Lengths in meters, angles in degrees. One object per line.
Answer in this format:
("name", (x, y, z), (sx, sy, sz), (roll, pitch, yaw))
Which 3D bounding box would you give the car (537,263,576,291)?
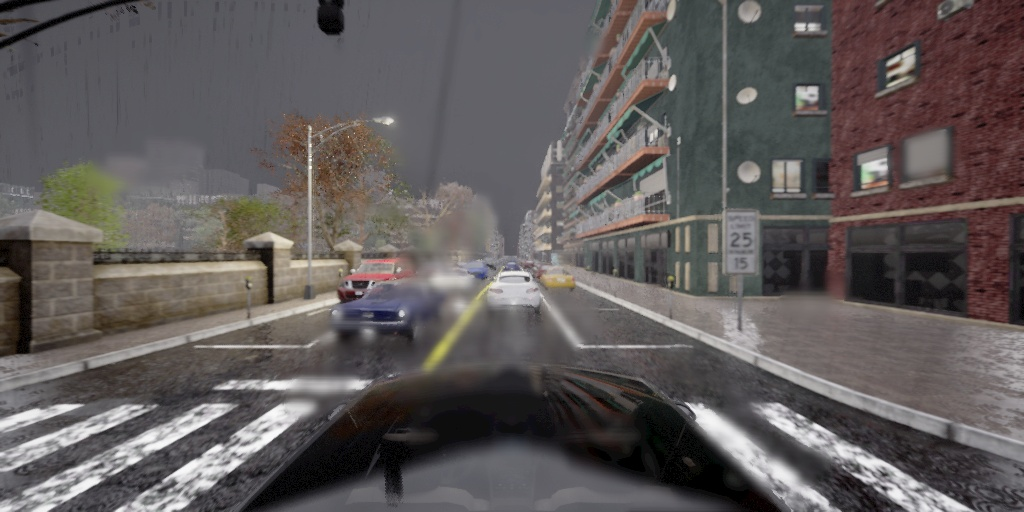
("car", (2.691, 1.277, 21.554), (1.751, 1.417, 4.829), (0, 0, 0))

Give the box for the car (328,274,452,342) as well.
("car", (-3.094, 1.351, 9.967), (1.895, 1.301, 4.718), (0, 0, 0))

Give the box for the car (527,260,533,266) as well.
("car", (2.691, 1.307, 32.455), (2.007, 1.370, 4.403), (0, 0, 0))

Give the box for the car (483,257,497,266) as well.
("car", (-2.999, 0.923, 45.788), (2.097, 1.767, 4.553), (0, 0, 0))

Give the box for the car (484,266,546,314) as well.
("car", (0.100, 1.276, 13.766), (1.812, 1.442, 4.674), (0, 0, 0))

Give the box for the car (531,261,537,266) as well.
("car", (2.691, 1.299, 26.919), (1.888, 1.381, 4.507), (0, 0, 0))

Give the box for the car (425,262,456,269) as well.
("car", (-5.689, 1.193, 26.919), (1.967, 1.591, 4.097), (0, 0, 0))

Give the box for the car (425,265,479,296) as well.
("car", (-3.088, 1.352, 19.338), (1.895, 1.301, 4.718), (0, 0, 0))

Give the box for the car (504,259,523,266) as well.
("car", (0.008, 1.285, 41.680), (1.812, 1.442, 4.674), (0, 0, 0))

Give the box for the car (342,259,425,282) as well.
("car", (-5.689, 1.065, 15.849), (2.192, 1.841, 5.009), (0, 0, 0))

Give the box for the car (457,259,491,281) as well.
("car", (-3.082, 1.233, 30.321), (1.882, 1.535, 5.008), (0, 0, 0))

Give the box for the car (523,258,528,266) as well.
("car", (2.692, 1.312, 54.595), (1.888, 1.381, 4.507), (0, 0, 0))
